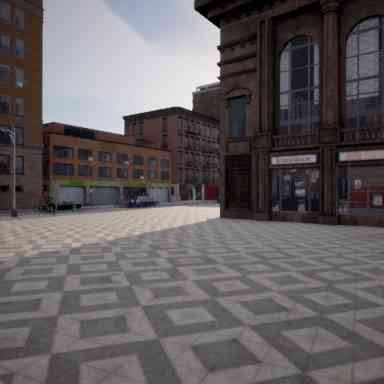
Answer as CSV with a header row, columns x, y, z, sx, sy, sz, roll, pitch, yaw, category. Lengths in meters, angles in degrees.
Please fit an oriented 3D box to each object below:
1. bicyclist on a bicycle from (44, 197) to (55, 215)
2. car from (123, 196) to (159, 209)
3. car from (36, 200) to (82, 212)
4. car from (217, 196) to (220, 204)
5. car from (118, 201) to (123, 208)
x,y,z,sx,sy,sz,roll,pitch,yaw,category
-13.015,1.285,30.370,1.656,1.620,0.582,0,0,36,bicyclist on a bicycle
-6.452,1.313,44.655,2.097,1.767,4.553,0,0,36,car
-15.157,1.569,38.060,1.895,1.301,4.718,0,0,36,car
6.618,1.289,62.788,2.097,1.767,4.553,0,0,36,car
-8.442,1.481,47.338,1.812,1.442,4.674,0,0,36,car
